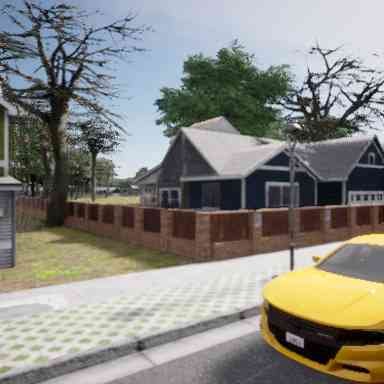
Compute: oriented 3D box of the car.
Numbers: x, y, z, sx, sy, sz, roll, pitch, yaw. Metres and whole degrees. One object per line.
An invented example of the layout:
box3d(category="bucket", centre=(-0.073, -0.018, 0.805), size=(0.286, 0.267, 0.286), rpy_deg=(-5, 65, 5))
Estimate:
box3d(category="car", centre=(3.252, 1.472, 5.388), size=(5.008, 1.535, 1.882), rpy_deg=(0, 0, -35))
